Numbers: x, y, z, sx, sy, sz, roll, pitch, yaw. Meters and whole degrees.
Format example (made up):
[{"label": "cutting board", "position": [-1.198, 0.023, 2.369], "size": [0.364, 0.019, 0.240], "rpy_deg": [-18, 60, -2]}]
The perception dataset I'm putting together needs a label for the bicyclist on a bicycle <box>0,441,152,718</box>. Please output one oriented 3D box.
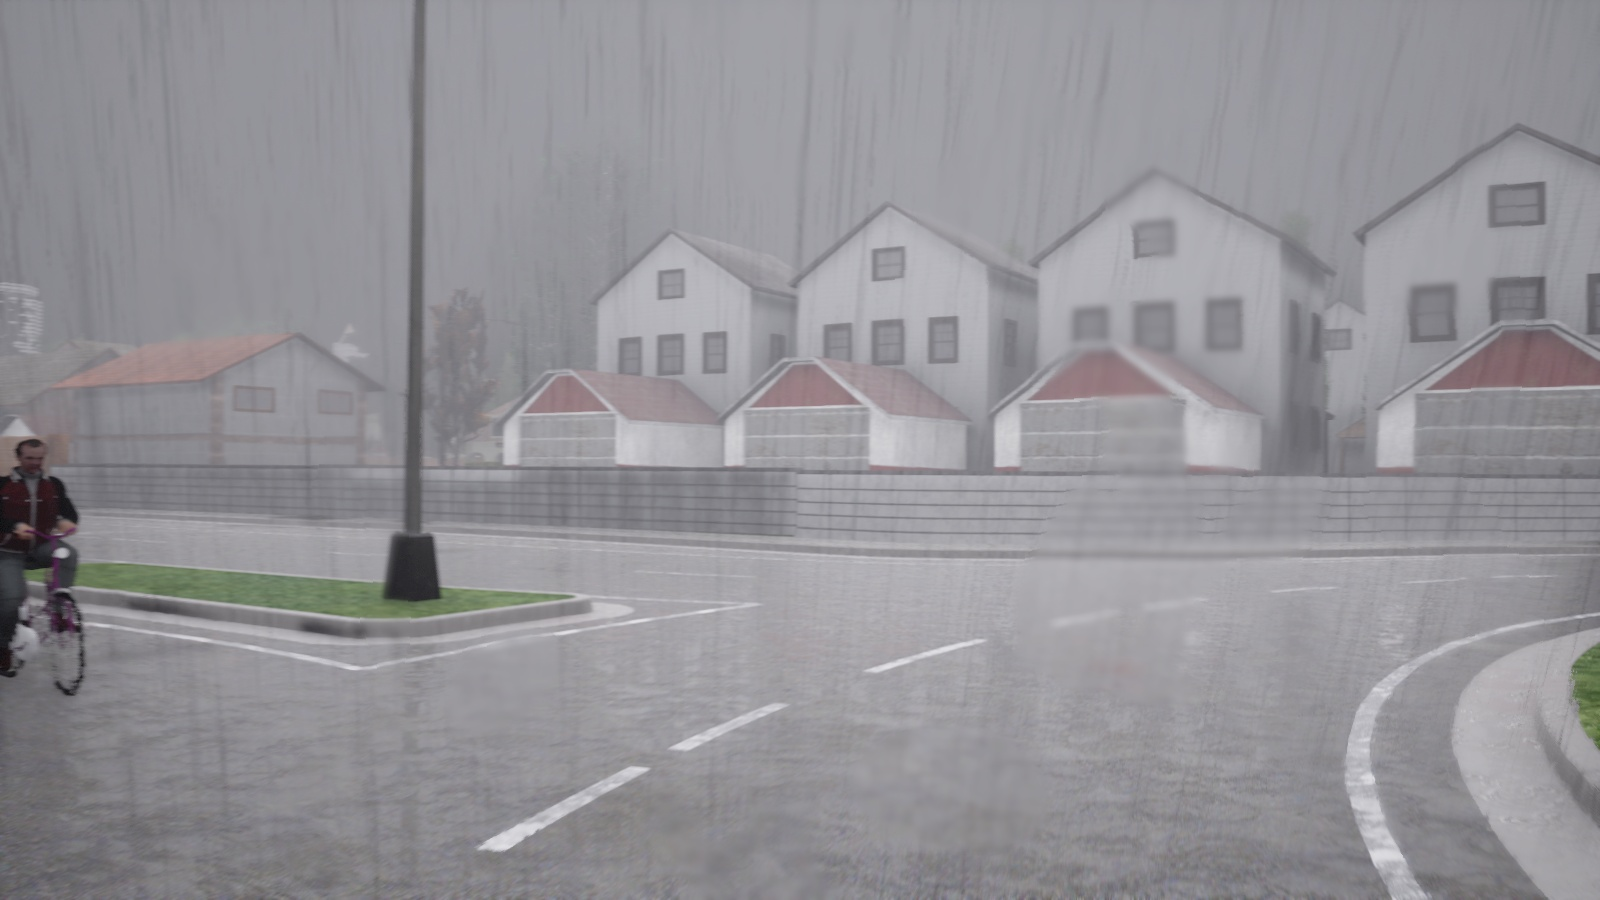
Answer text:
[{"label": "bicyclist on a bicycle", "position": [-5.330, 0.845, 8.906], "size": [1.843, 1.776, 0.659], "rpy_deg": [-1, -1, 41]}]
